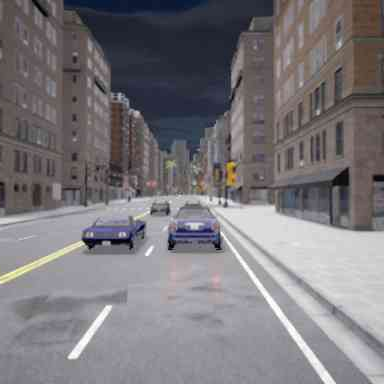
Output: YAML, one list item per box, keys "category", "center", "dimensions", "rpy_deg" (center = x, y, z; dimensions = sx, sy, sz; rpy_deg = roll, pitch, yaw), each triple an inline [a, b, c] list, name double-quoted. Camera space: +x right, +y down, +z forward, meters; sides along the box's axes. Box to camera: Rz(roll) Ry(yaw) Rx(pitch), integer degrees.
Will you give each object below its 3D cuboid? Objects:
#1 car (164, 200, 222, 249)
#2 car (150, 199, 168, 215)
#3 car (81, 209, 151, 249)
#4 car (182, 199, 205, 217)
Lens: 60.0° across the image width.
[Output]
- category: "car"
  center: [0.103, 1.359, 14.681]
  dimensions: [2.097, 1.767, 4.553]
  rpy_deg: [0, 0, 0]
- category: "car"
  center: [-3.144, 1.502, 34.165]
  dimensions: [2.128, 1.511, 4.902]
  rpy_deg: [0, 0, 0]
- category: "car"
  center: [-3.148, 1.609, 14.487]
  dimensions: [1.895, 1.301, 4.718]
  rpy_deg: [0, 0, 0]
- category: "car"
  center: [0.105, 1.502, 33.068]
  dimensions: [2.128, 1.511, 4.902]
  rpy_deg: [0, 0, 0]
